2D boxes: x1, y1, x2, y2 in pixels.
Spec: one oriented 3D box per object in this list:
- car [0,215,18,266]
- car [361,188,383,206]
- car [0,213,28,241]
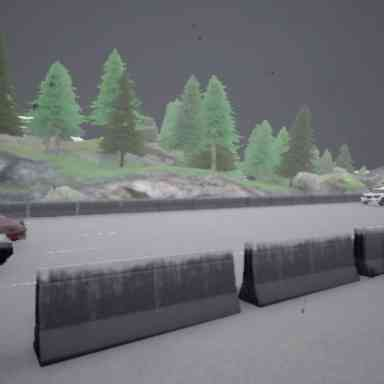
[{"bbox_3d":[-6.921,1.458,7.828,4.718,1.301,1.895,-1,1,-33],"label":"car"},{"bbox_3d":[22.281,0.507,39.069,5.566,2.045,2.150,0,1,-32],"label":"car"},{"bbox_3d":[-8.138,1.322,11.203,4.674,1.442,1.812,-1,1,-33],"label":"car"}]
